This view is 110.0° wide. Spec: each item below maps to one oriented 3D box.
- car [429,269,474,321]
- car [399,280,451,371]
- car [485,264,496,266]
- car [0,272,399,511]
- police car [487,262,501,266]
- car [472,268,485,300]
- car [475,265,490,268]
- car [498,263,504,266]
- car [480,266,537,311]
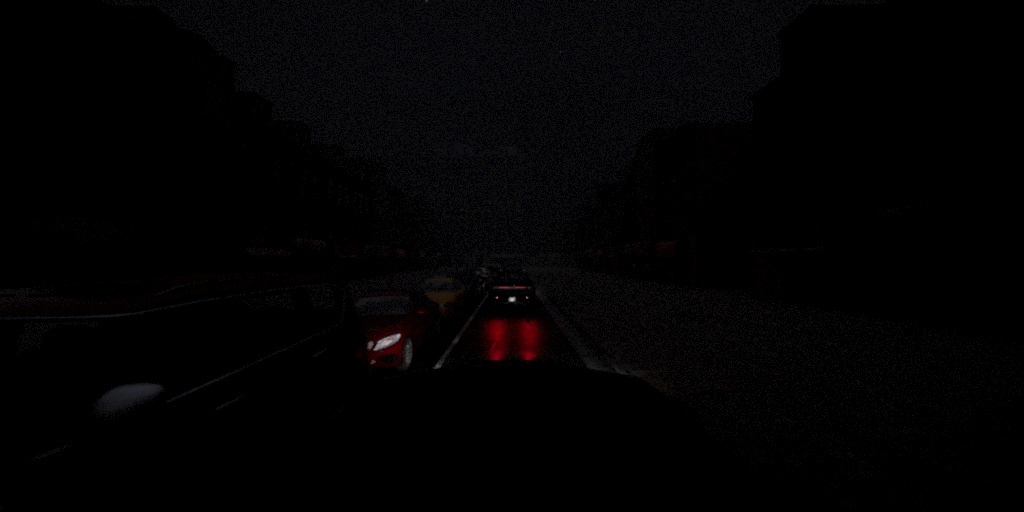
[{"bbox_3d":[-2.636,1.390,13.026,1.751,1.417,4.829,0,0,0],"label":"car"},{"bbox_3d":[-2.637,1.392,7.744,1.802,1.307,4.207,0,0,0],"label":"car"},{"bbox_3d":[-2.633,1.580,29.551,2.007,1.370,4.403,0,0,0],"label":"car"},{"bbox_3d":[-2.638,1.070,2.292,2.192,1.841,5.009,0,0,0],"label":"car"},{"bbox_3d":[-2.742,1.651,49.019,1.930,1.638,5.238,0,-1,0],"label":"police car"},{"bbox_3d":[-2.635,1.485,18.647,1.948,1.339,4.313,0,0,0],"label":"car"},{"bbox_3d":[-2.634,1.540,24.099,1.948,1.339,4.313,0,0,0],"label":"car"},{"bbox_3d":[0.025,1.545,30.352,1.837,1.490,4.892,0,0,0],"label":"car"},{"bbox_3d":[0.023,1.379,15.350,2.128,1.511,4.902,0,0,0],"label":"car"}]
